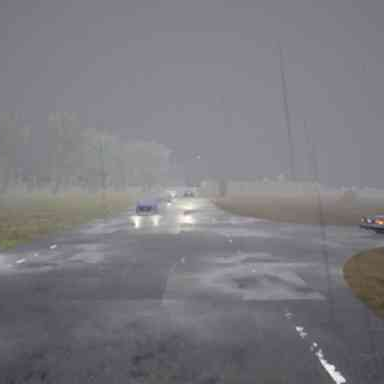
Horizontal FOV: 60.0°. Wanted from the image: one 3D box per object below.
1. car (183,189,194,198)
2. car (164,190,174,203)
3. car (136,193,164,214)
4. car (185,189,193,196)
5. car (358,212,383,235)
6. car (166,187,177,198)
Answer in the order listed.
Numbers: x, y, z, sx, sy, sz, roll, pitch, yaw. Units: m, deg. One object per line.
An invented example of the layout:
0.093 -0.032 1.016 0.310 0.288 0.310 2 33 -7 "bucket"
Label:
-0.650 0.223 67.346 2.097 1.767 4.553 0 1 -1 "car"
-4.035 0.826 48.513 1.812 1.442 4.674 0 1 0 "car"
-3.860 1.110 29.985 1.882 1.535 5.008 0 1 -1 "car"
-0.754 0.034 77.390 1.837 1.490 4.892 0 1 -1 "car"
11.388 1.549 16.900 5.357 1.411 2.033 1 -1 -5 "car"
-4.138 0.143 65.166 2.150 2.045 5.566 0 1 0 "car"
